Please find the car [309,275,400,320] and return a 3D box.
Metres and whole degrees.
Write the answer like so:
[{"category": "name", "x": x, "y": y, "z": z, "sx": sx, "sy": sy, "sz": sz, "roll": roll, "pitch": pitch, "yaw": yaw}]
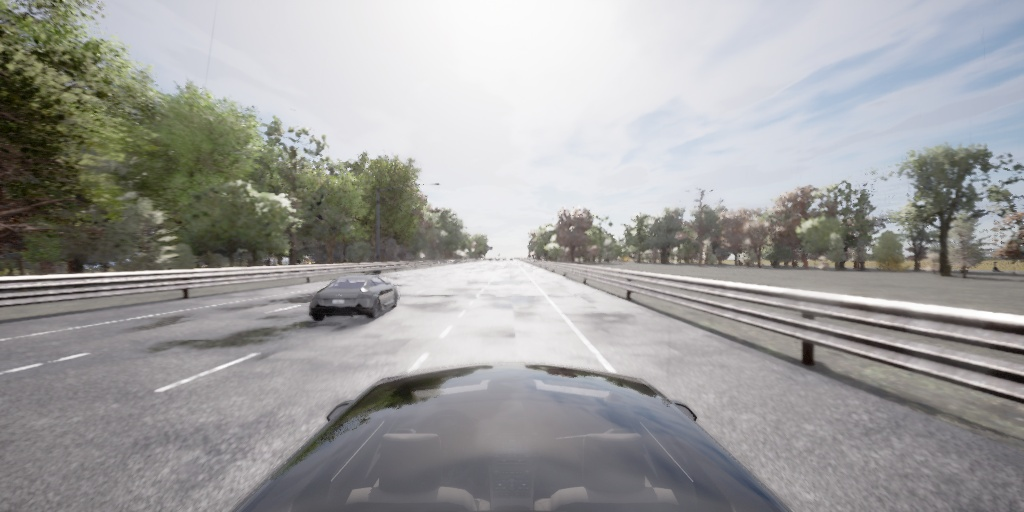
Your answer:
[{"category": "car", "x": -5.399, "y": 1.354, "z": 12.820, "sx": 1.994, "sy": 1.385, "sz": 4.181, "roll": 0, "pitch": 0, "yaw": -5}]
